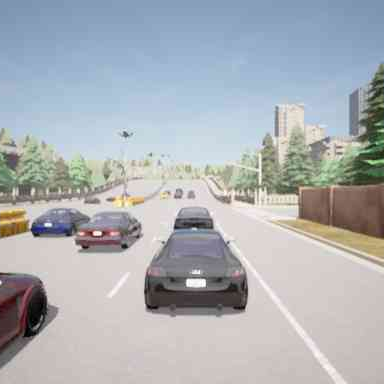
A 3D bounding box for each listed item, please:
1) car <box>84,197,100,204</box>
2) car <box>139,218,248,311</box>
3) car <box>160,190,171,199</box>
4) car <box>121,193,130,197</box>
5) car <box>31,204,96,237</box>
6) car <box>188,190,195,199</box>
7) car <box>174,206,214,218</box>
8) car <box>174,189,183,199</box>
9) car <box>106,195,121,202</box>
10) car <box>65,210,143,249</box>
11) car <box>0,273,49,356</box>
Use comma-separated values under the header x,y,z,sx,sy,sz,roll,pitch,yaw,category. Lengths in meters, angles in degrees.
x,y,z,sx,sy,sz,roll,pitch,yaw,category
-17.598,1.497,58.679,1.994,1.385,4.181,0,0,0,car
0.091,1.555,7.812,1.994,1.385,4.181,0,0,1,car
-7.164,0.928,86.977,1.882,1.535,5.008,0,3,0,car
-17.671,0.934,88.094,1.895,1.301,4.718,0,3,0,car
-6.912,1.544,18.006,1.994,1.385,4.181,0,0,0,car
-0.166,0.975,87.428,1.994,1.385,4.181,0,4,0,car
0.090,1.459,16.802,1.882,1.535,5.008,0,0,0,car
-3.663,0.807,86.962,2.097,1.767,4.553,0,3,0,car
-17.578,1.499,73.258,1.895,1.301,4.718,0,0,0,car
-3.403,1.531,14.446,2.033,1.411,5.357,0,0,0,car
-3.401,1.559,3.938,1.994,1.385,4.181,0,0,0,car
